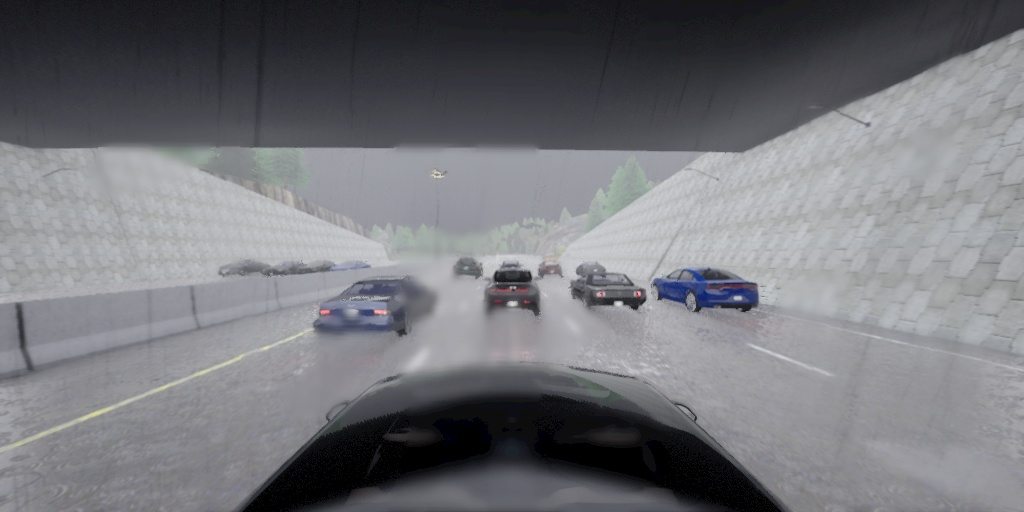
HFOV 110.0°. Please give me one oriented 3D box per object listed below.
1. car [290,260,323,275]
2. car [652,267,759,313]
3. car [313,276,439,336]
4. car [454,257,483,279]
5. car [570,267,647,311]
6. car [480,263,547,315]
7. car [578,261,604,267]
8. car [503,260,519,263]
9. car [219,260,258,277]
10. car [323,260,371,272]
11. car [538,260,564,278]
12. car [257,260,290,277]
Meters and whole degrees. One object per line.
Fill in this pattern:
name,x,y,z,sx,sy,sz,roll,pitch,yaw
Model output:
car,-17.743,1.112,33.076,1.882,1.535,5.008,0,0,0
car,7.024,1.150,13.649,1.882,1.535,5.008,0,0,0
car,-3.451,1.263,10.224,2.033,1.411,5.357,0,0,0
car,-3.602,0.965,30.357,2.097,1.767,4.553,0,0,0
car,3.520,1.279,14.095,1.895,1.301,4.718,0,0,0
car,0.026,1.197,13.219,1.837,1.490,4.892,0,0,0
car,6.890,1.146,31.452,1.994,1.385,4.181,0,0,0
car,-0.105,1.108,30.691,1.837,1.490,4.892,0,0,0
car,-24.742,1.143,33.396,2.128,1.511,4.902,0,0,0
car,-14.244,1.110,31.777,1.882,1.535,5.008,0,0,0
car,3.374,1.115,31.783,1.812,1.442,4.674,0,0,-1
car,-21.239,1.185,34.300,2.033,1.411,5.357,0,0,0
